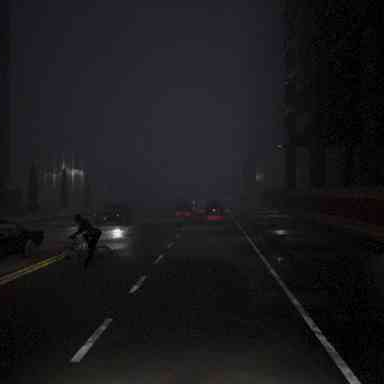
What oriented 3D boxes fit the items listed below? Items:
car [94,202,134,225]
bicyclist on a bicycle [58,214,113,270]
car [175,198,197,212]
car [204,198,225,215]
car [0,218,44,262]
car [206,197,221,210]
[{"bbox_3d":[-5.584,1.506,24.311,1.837,1.490,4.892,0,0,4],"label":"car"},{"bbox_3d":[-3.139,1.455,9.706,1.656,1.620,0.582,-2,0,4],"label":"bicyclist on a bicycle"},{"bbox_3d":[-0.885,1.491,39.359,2.128,1.511,4.902,0,0,4],"label":"car"},{"bbox_3d":[2.294,1.505,34.425,1.837,1.490,4.892,0,0,4],"label":"car"},{"bbox_3d":[-6.538,1.601,10.120,1.895,1.301,4.718,0,0,4],"label":"car"},{"bbox_3d":[2.916,1.478,43.864,1.882,1.535,5.008,0,0,6],"label":"car"}]
